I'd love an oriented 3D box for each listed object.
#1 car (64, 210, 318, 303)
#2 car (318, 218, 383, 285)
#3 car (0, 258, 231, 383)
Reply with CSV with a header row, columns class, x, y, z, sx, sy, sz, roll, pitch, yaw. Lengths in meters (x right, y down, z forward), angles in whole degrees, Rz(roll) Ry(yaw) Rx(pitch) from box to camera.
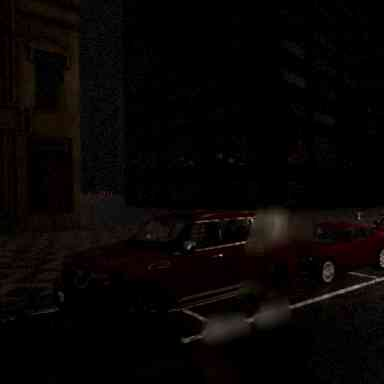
class,x,y,z,sx,sy,sz,roll,pitch,yaw
car,-0.001,1.317,6.669,5.009,1.841,2.192,0,-1,-36
car,3.976,1.548,9.509,4.507,1.381,1.887,0,-1,-36
car,-2.336,1.547,1.702,5.357,1.411,2.033,0,0,-35
